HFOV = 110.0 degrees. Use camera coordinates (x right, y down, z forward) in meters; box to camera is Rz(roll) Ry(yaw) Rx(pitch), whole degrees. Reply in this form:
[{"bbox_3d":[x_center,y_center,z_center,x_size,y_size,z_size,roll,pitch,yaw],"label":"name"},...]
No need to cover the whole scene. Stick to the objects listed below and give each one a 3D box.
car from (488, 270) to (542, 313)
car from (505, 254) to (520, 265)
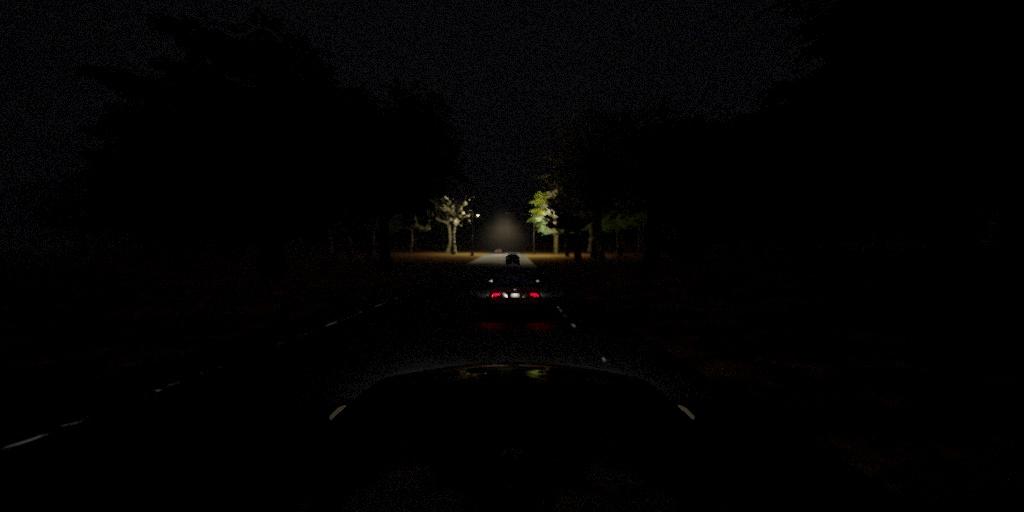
[{"bbox_3d":[0.096,1.249,13.741,2.033,1.411,5.357,0,1,0],"label":"car"},{"bbox_3d":[0.083,0.446,52.109,1.837,1.490,4.892,0,2,0],"label":"car"}]
